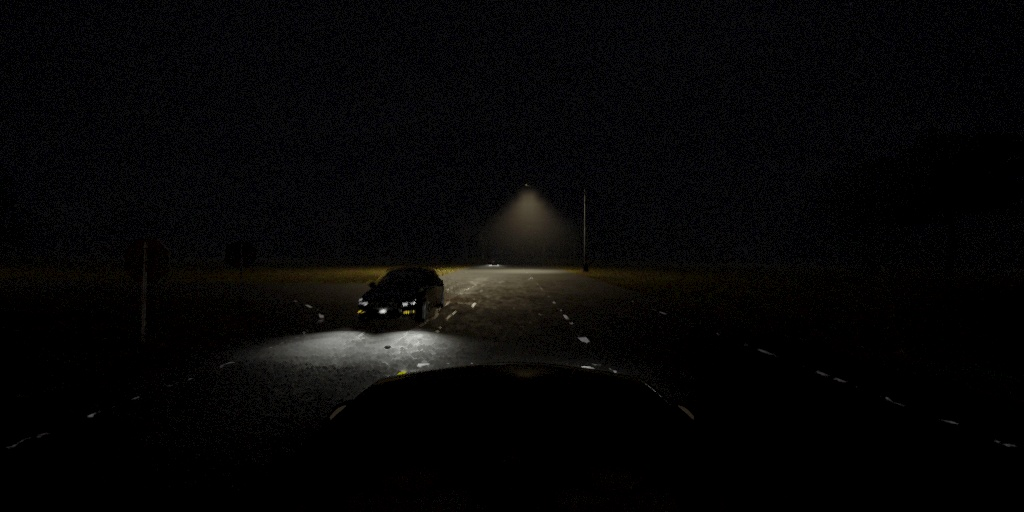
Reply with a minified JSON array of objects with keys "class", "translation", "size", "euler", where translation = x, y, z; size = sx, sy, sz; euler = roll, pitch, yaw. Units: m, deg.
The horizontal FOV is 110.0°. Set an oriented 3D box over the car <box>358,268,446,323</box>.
[{"class":"car","translation":[-3.481,1.204,12.119],"size":[1.837,1.490,4.892],"euler":[0,1,0]}]
